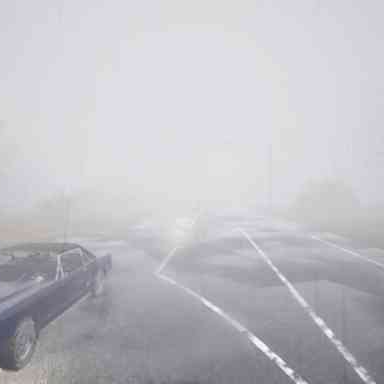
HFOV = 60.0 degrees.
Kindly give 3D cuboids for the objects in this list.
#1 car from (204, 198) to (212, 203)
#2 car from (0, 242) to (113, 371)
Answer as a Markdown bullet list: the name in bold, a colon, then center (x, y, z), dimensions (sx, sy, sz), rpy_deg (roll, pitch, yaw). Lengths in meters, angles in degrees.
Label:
- **car**: center (4.586, 2.454, 93.671), dimensions (1.812, 1.442, 4.674), rpy_deg (0, -1, 11)
- **car**: center (-2.992, 1.669, 5.954), dimensions (1.895, 1.301, 4.718), rpy_deg (0, 0, 4)
